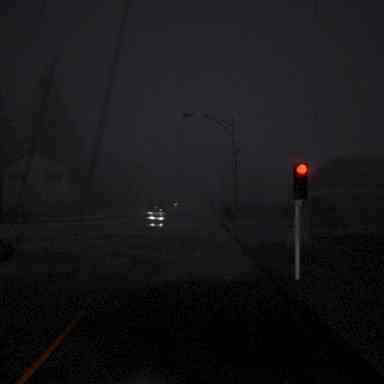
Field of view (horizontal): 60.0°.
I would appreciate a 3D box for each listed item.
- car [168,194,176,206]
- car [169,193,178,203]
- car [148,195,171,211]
[{"bbox_3d":[-4.066,1.525,53.326,1.812,1.442,4.674,0,0,0],"label":"car"},{"bbox_3d":[-3.983,1.196,68.553,2.150,2.045,5.566,0,0,0],"label":"car"},{"bbox_3d":[-4.085,1.491,40.057,2.128,1.511,4.902,0,0,0],"label":"car"}]
